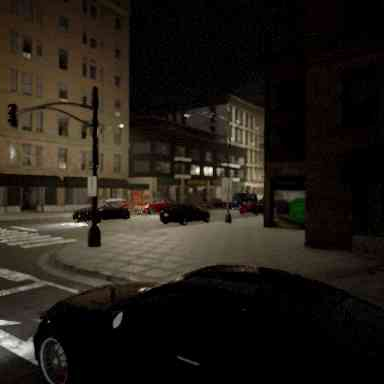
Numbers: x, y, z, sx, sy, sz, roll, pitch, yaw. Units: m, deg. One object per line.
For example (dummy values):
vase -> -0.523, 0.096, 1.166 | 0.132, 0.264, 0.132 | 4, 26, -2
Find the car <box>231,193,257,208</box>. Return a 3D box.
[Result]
car -> 6.347, 1.106, 41.856 | 2.150, 2.045, 5.566 | 1, 0, 36

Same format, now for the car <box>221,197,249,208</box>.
car -> 5.932, 1.413, 45.646 | 2.008, 1.369, 4.403 | 1, 0, 36

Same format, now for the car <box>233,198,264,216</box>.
car -> 5.997, 1.518, 32.014 | 1.802, 1.307, 4.206 | 1, 0, 36

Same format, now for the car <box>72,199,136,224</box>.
car -> -6.468, 1.449, 24.105 | 1.994, 1.385, 4.181 | 1, 1, 36

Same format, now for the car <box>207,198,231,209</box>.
car -> 2.710, 1.442, 41.176 | 1.802, 1.307, 4.206 | 1, 0, 36

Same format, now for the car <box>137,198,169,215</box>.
car -> -3.734, 1.300, 32.234 | 1.967, 1.590, 4.097 | 1, 0, 36

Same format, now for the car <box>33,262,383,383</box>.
car -> 0.247, 1.516, 3.510 | 4.674, 1.442, 1.812 | 0, 0, 35

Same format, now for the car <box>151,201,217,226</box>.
car -> -0.448, 1.504, 23.072 | 1.947, 1.339, 4.313 | 1, 0, 36
